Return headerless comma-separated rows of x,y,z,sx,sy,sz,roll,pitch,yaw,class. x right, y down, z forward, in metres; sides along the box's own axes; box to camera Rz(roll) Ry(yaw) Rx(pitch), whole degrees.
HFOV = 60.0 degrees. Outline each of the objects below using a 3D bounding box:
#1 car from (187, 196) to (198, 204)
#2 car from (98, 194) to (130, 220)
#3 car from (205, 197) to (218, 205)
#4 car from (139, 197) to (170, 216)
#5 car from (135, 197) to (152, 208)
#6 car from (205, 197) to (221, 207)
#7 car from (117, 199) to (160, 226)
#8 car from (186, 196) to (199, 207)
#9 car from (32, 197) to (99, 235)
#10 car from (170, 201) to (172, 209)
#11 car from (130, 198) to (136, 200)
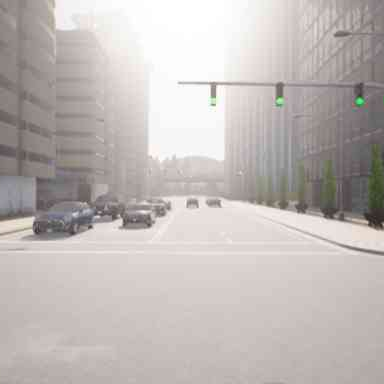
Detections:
0.088,1.479,62.335,1.882,1.535,5.008,0,-1,0,car
-7.102,1.216,28.415,2.150,2.045,5.566,0,0,0,car
3.487,1.577,60.547,1.994,1.385,4.181,0,0,0,car
-3.602,1.356,32.527,2.097,1.767,4.553,0,0,0,car
-7.055,1.489,48.814,1.837,1.490,4.892,0,0,0,car
3.489,1.522,51.879,1.837,1.490,4.892,0,0,0,car
-3.604,1.513,23.323,1.837,1.490,4.892,0,0,0,car
0.089,1.511,50.952,1.837,1.490,4.892,0,0,0,car
-7.102,1.351,18.826,2.097,1.767,4.553,0,0,0,car
-3.588,1.600,42.296,1.895,1.301,4.718,0,0,0,car
-7.097,1.481,38.374,2.128,1.511,4.902,0,0,0,car
